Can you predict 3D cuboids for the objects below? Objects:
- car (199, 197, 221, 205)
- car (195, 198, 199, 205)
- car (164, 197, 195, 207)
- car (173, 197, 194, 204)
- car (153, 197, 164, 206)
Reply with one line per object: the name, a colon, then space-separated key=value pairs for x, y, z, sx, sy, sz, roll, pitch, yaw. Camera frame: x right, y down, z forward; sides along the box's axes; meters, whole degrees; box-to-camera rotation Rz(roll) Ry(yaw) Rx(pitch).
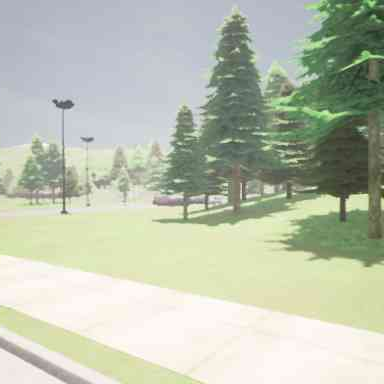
car: x=3.959 y=1.752 z=65.339 sx=1.812 sy=1.442 sz=4.674 roll=0 pitch=0 yaw=36
car: x=1.378 y=1.813 z=67.739 sx=1.994 sy=1.385 sz=4.181 roll=0 pitch=0 yaw=36
car: x=-2.093 y=1.731 z=56.961 sx=1.837 sy=1.490 sz=4.892 roll=0 pitch=0 yaw=37
car: x=-1.695 y=1.787 z=69.466 sx=1.812 sy=1.442 sz=4.674 roll=0 pitch=0 yaw=36
car: x=-4.455 y=1.813 z=59.684 sx=1.994 sy=1.385 sz=4.181 roll=0 pitch=0 yaw=37
